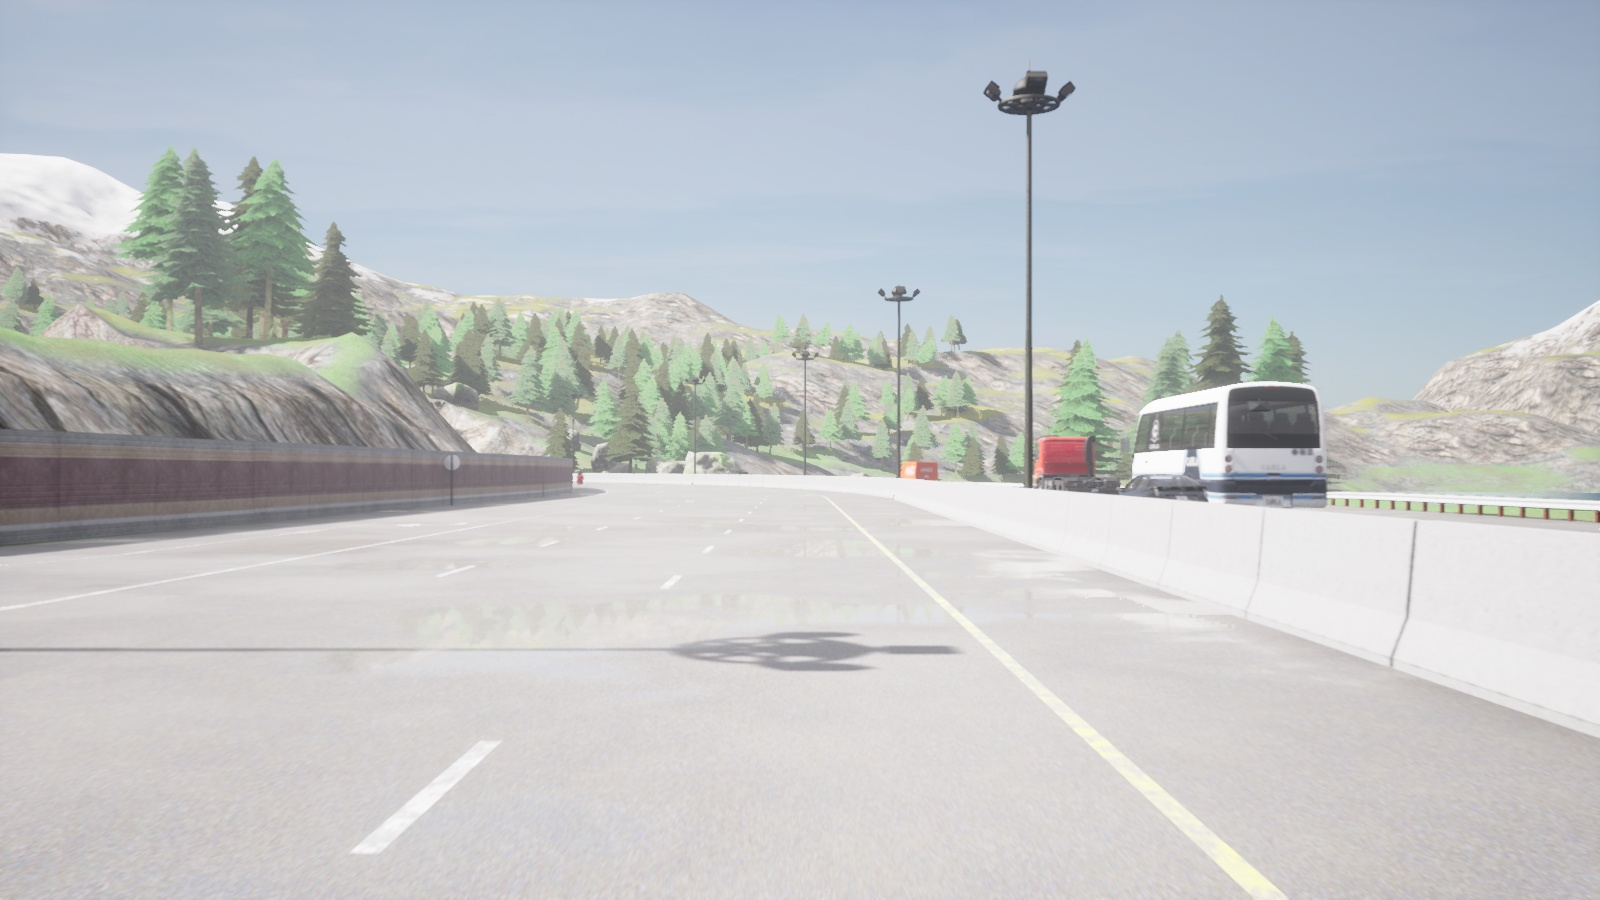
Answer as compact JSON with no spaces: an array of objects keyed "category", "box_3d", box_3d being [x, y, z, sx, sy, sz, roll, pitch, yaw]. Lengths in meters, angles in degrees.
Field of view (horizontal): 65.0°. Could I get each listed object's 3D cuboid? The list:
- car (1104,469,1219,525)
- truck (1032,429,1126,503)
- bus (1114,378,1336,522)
[{"category":"car","box_3d":[10.414,1.330,36.529,2.007,1.525,4.514,0,-1,0]},{"category":"truck","box_3d":[13.847,0.832,62.978,2.891,3.462,7.936,0,-1,0]},{"category":"bus","box_3d":[13.895,0.092,42.364,3.944,4.253,10.273,0,-1,0]}]
